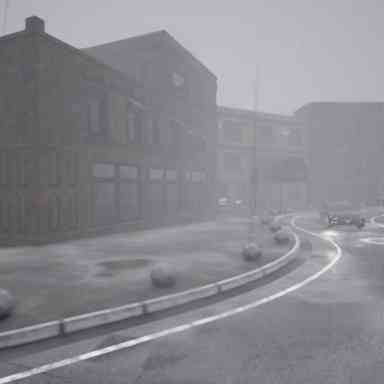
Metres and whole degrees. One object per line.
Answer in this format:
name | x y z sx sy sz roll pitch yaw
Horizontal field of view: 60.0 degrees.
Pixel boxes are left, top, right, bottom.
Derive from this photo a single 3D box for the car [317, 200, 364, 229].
car | 8.796 1.277 20.092 1.837 1.490 4.892 -2 0 12
